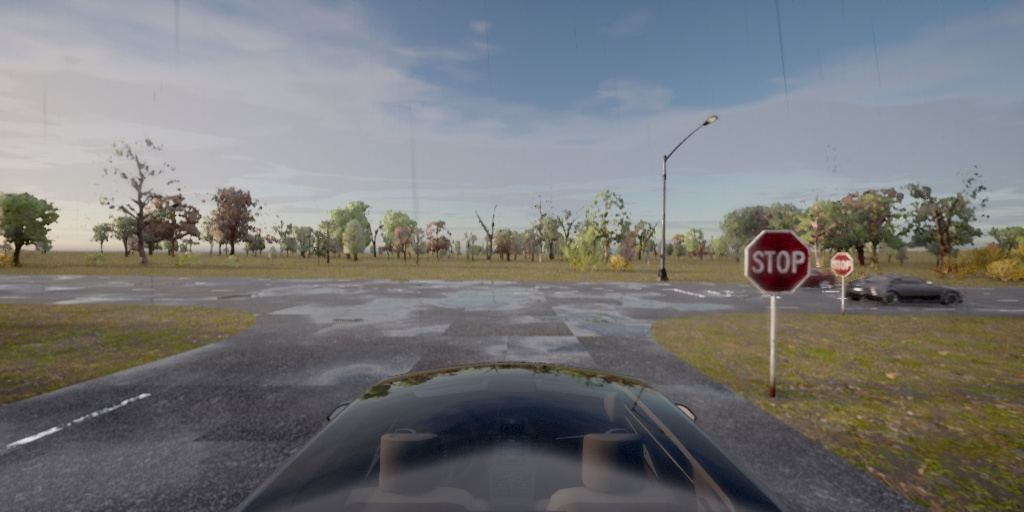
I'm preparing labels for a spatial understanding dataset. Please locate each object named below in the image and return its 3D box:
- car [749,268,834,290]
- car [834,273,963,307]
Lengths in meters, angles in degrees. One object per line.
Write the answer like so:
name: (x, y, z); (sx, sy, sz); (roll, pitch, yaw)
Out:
car: (18.640, 1.448, 23.979); (5.008, 1.535, 1.882); (0, 1, 0)
car: (18.405, 1.578, 16.982); (4.181, 1.385, 1.994); (1, 1, 0)
